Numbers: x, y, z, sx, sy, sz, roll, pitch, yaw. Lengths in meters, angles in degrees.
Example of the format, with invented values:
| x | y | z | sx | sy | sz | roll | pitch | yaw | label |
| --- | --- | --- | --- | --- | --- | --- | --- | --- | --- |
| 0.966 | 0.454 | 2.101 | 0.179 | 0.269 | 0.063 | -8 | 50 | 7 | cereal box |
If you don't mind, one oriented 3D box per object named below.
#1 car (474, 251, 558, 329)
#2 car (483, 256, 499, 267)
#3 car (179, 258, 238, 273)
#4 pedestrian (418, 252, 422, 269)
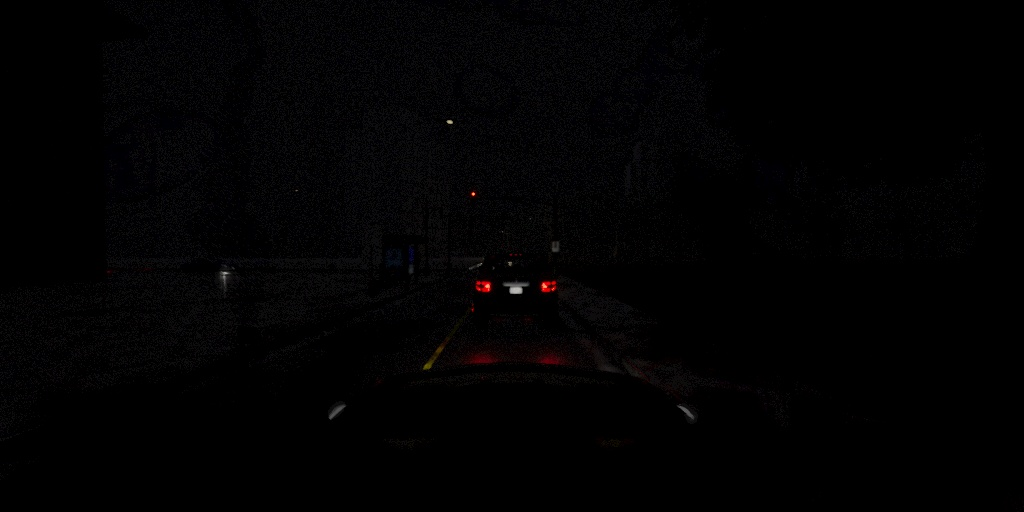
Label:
| x | y | z | sx | sy | sz | roll | pitch | yaw | label |
| --- | --- | --- | --- | --- | --- | --- | --- | --- | --- |
| 0.103 | 0.879 | 11.062 | 2.150 | 2.045 | 5.566 | 0 | 0 | 0 | car |
| -3.048 | 0.759 | 53.167 | 2.033 | 1.411 | 5.357 | 0 | 1 | 0 | car |
| -27.961 | 0.897 | 33.087 | 4.674 | 1.442 | 1.812 | 0 | 1 | 2 | car |
| -10.058 | 0.453 | 38.850 | 0.375 | 1.860 | 0.375 | 0 | 1 | 1 | pedestrian |
